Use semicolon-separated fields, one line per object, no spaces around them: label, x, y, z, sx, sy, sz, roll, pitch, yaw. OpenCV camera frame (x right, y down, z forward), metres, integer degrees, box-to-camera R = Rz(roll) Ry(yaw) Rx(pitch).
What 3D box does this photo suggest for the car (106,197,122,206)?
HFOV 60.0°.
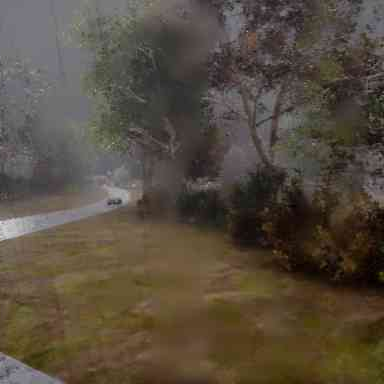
car;-12.187;1.400;52.287;1.895;1.301;4.718;-2;1;-5
